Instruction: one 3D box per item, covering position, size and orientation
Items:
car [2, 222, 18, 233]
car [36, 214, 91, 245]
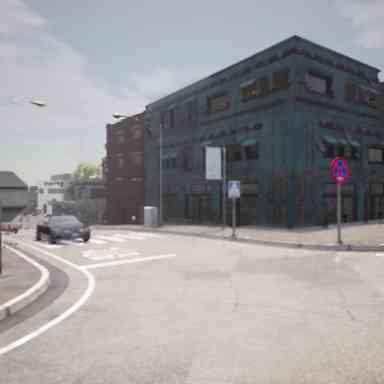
[{"bbox_3d":[-18.689,3.441,33.190,1.812,1.442,4.674,0,-5,-37],"label":"car"},{"bbox_3d":[-6.849,1.868,17.420,1.812,1.442,4.674,0,-3,-37],"label":"car"}]
